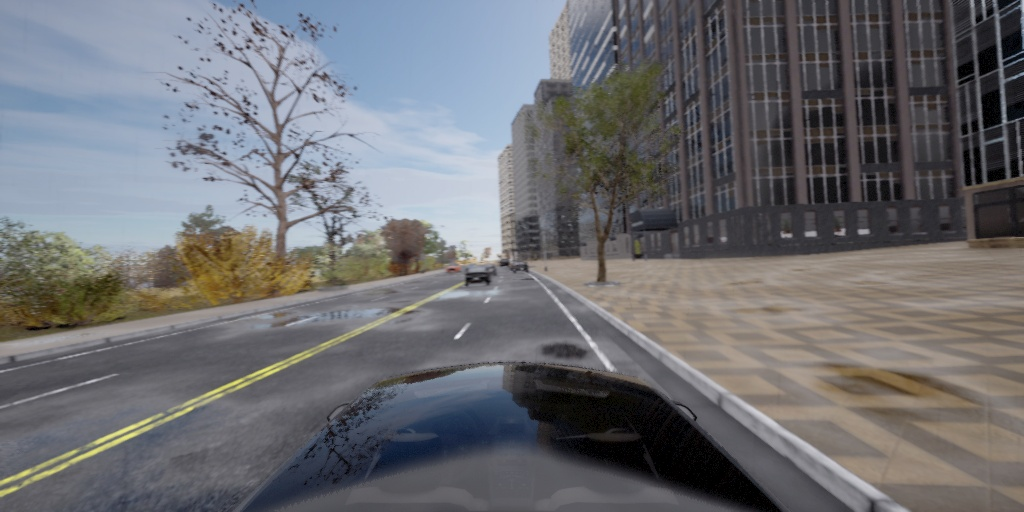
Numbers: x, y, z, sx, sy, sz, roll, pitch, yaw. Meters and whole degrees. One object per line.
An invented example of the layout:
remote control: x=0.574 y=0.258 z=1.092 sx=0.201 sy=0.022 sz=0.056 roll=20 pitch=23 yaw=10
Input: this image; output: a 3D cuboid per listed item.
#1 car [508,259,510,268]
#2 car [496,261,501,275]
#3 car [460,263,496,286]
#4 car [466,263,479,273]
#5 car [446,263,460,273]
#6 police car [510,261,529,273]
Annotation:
car: x=0.822 y=1.626 z=59.879 sx=1.882 sy=1.535 sz=5.008 roll=-2 pitch=0 yaw=-3
car: x=-2.800 y=1.670 z=44.105 sx=2.128 sy=1.511 sz=4.902 roll=-2 pitch=0 yaw=-1
car: x=-2.650 y=1.531 z=29.064 sx=1.882 sy=1.535 sz=5.008 roll=-3 pitch=0 yaw=0
car: x=-6.771 y=1.990 z=61.522 sx=1.837 sy=1.490 sz=4.892 roll=-2 pitch=0 yaw=-2
car: x=-10.018 y=1.988 z=61.384 sx=2.097 sy=1.767 sz=4.553 roll=-2 pitch=0 yaw=-2
police car: x=1.201 y=1.474 z=49.904 sx=1.930 sy=1.638 sz=5.238 roll=-2 pitch=0 yaw=-2
